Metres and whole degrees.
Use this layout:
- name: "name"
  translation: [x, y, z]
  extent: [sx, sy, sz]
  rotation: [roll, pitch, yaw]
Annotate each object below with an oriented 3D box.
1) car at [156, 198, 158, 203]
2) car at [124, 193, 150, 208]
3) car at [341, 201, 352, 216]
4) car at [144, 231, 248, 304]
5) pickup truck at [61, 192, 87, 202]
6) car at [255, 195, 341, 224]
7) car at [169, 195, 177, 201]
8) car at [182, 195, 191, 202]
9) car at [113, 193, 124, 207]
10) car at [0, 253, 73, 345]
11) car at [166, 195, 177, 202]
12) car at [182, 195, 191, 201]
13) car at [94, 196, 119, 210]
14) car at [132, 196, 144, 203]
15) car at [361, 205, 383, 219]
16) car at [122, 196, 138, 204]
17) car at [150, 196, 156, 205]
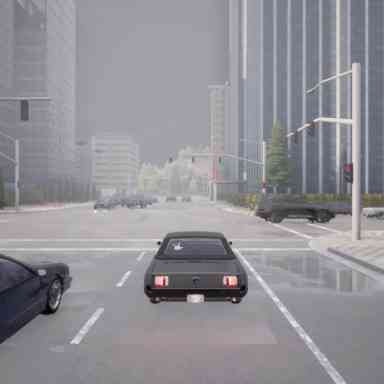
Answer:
- name: "car"
  translation: [-8.115, 1.564, 67.926]
  extent: [1.994, 1.385, 4.181]
  rotation: [0, 0, 0]
- name: "car"
  translation: [-7.912, 1.221, 48.130]
  extent: [2.150, 2.045, 5.566]
  rotation: [0, 0, -1]
- name: "car"
  translation: [13.590, 1.547, 31.520]
  extent: [5.357, 1.411, 2.033]
  rotation: [0, 0, -3]
- name: "car"
  translation: [0.068, 1.601, 8.115]
  extent: [1.895, 1.301, 4.718]
  rotation: [0, 0, 0]
- name: "pickup truck"
  translation: [-24.755, 1.059, 69.176]
  extent: [2.390, 2.098, 6.274]
  rotation: [0, 0, 30]
- name: "car"
  translation: [7.385, 1.221, 24.229]
  extent: [5.566, 2.045, 2.150]
  rotation: [0, 0, -1]
- name: "car"
  translation: [-4.868, 1.524, 84.667]
  extent: [1.812, 1.442, 4.674]
  rotation: [0, 0, -1]
- name: "car"
  translation: [-1.213, 1.553, 74.960]
  extent: [1.994, 1.385, 4.181]
  rotation: [0, 0, -1]
- name: "car"
  translation: [-11.468, 1.221, 52.617]
  extent: [2.150, 2.045, 5.566]
  rotation: [0, 0, -1]
- name: "car"
  translation: [-3.435, 1.547, 4.519]
  extent: [2.033, 1.411, 5.357]
  rotation: [0, 0, 0]
- name: "car"
  translation: [-4.703, 1.500, 74.500]
  extent: [1.837, 1.490, 4.892]
  rotation: [0, 0, -1]
- name: "car"
  translation: [-1.369, 1.540, 84.735]
  extent: [2.033, 1.411, 5.357]
  rotation: [0, 0, -1]
- name: "car"
  translation: [-11.333, 1.564, 43.283]
  extent: [1.994, 1.385, 4.181]
  rotation: [0, 0, -1]
- name: "car"
  translation: [-11.683, 1.546, 72.544]
  extent: [1.994, 1.385, 4.181]
  rotation: [0, 0, -1]
- name: "car"
  translation: [16.944, 1.601, 28.013]
  extent: [4.718, 1.301, 1.895]
  rotation: [0, 0, 0]
- name: "car"
  translation: [-11.586, 1.491, 62.564]
  extent: [2.128, 1.511, 4.902]
  rotation: [0, 0, -1]
- name: "car"
  translation: [-8.040, 1.352, 57.880]
  extent: [2.097, 1.767, 4.553]
  rotation: [0, 0, -1]
